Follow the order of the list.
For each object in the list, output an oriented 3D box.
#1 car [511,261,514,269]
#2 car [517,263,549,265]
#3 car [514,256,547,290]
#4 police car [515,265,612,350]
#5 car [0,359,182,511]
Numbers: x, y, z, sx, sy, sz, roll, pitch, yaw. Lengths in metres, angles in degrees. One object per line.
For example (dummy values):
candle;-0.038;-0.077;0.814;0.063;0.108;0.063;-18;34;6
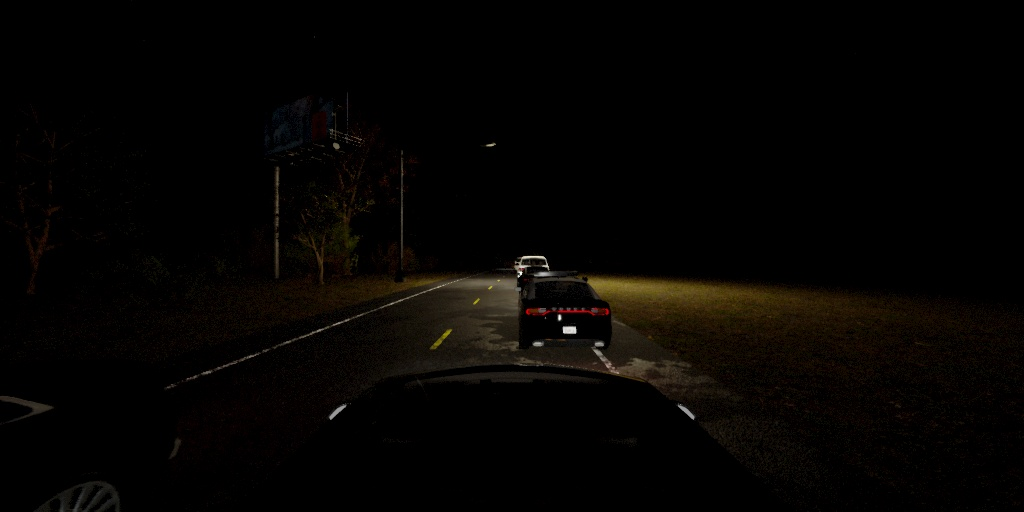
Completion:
car;1.427;1.202;46.476;2.150;2.045;5.566;0;0;4
car;1.289;1.296;19.122;1.837;1.490;4.892;0;0;1
car;1.463;1.044;25.131;2.150;2.045;5.566;0;0;2
police car;1.105;1.184;9.266;1.930;1.638;5.238;0;0;1
car;-3.471;1.241;0.661;2.128;1.511;4.902;0;0;0
